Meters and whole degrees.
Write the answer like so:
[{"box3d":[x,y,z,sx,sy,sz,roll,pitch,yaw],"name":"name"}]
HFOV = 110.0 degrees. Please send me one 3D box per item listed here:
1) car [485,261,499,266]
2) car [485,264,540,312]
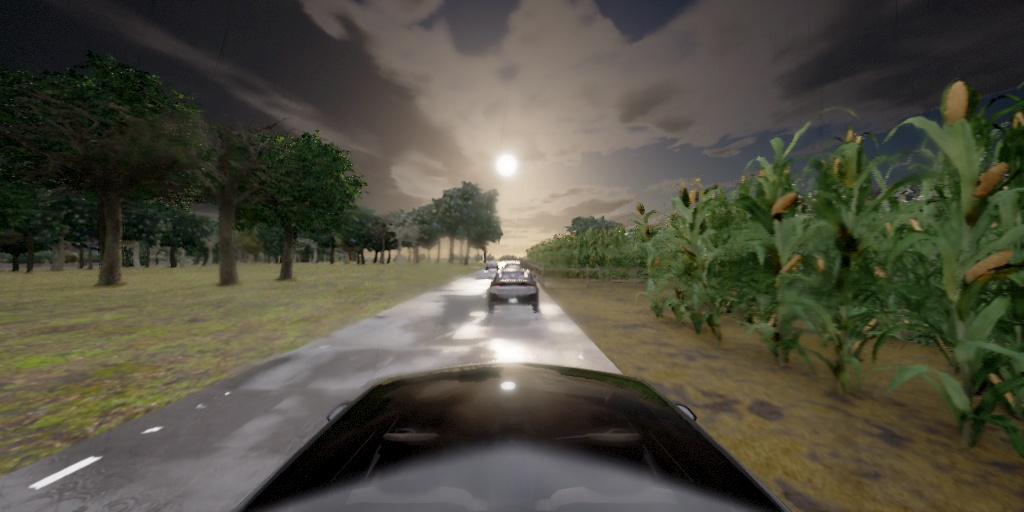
[{"box3d":[-2.841,1.376,50.960,1.812,1.442,4.674,0,0,0],"name":"car"},{"box3d":[0.066,1.258,14.163,2.128,1.511,4.902,0,0,0],"name":"car"}]
